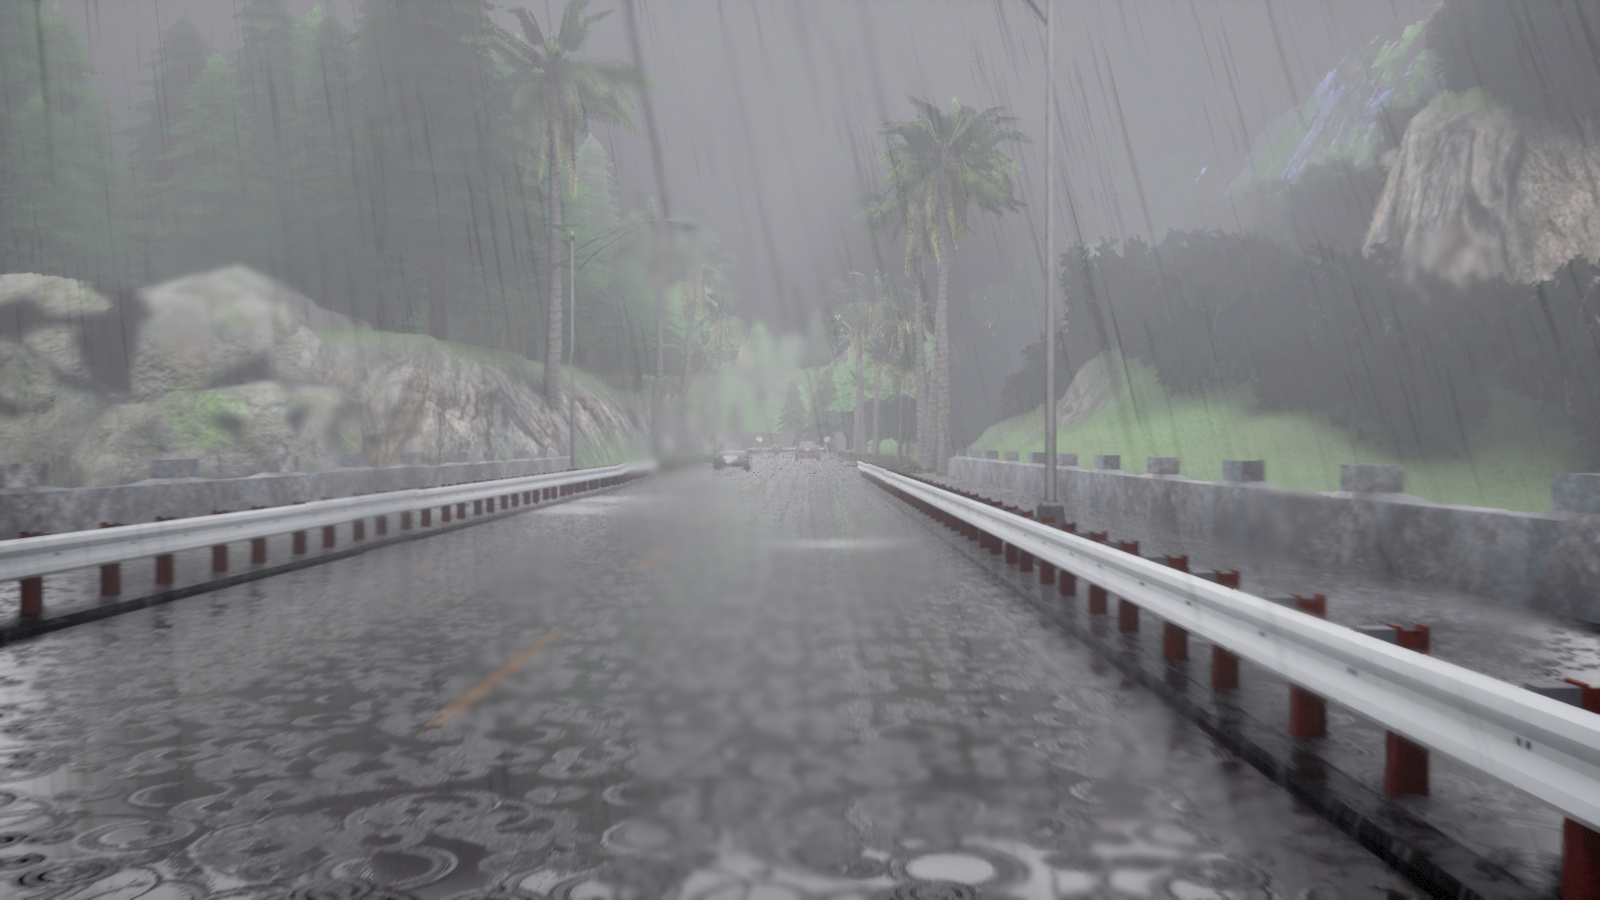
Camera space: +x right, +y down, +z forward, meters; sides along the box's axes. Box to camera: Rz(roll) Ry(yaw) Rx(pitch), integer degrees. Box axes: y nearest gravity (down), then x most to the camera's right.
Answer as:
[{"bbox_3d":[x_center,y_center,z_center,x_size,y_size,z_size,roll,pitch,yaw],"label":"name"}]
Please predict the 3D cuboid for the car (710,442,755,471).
[{"bbox_3d":[-3.604,0.324,67.425,2.128,1.511,4.902,0,0,0],"label":"car"}]
